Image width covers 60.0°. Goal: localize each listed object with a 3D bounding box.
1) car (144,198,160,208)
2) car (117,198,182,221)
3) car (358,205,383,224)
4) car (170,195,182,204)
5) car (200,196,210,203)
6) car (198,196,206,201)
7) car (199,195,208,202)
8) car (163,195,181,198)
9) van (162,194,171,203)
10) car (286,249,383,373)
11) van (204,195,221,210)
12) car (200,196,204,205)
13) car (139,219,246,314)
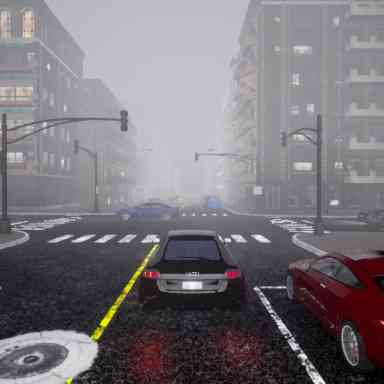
[{"bbox_3d":[-5.833,1.635,48.803,1.802,1.307,4.206,-1,0,0],"label":"car"},{"bbox_3d":[-3.416,1.492,26.307,5.008,1.535,1.882,0,0,0],"label":"car"},{"bbox_3d":[15.436,1.736,26.266,4.181,1.385,1.994,1,0,0],"label":"car"},{"bbox_3d":[-3.039,1.448,64.256,2.097,1.767,4.553,0,0,0],"label":"car"},{"bbox_3d":[2.694,1.663,70.835,1.887,1.381,4.507,-1,0,0],"label":"car"},{"bbox_3d":[2.768,1.769,92.923,1.947,1.339,4.313,-1,0,0],"label":"car"},{"bbox_3d":[2.742,1.598,81.878,1.967,1.590,4.097,-1,0,0],"label":"car"},{"bbox_3d":[-3.089,1.606,51.282,2.033,1.411,5.357,0,0,0],"label":"car"},{"bbox_3d":[-5.832,1.479,76.418,1.690,1.788,3.998,-1,0,0],"label":"van"},{"bbox_3d":[2.793,1.582,5.353,1.802,1.307,4.206,0,0,0],"label":"car"},{"bbox_3d":[2.818,1.382,43.255,1.690,1.788,3.998,-1,0,0],"label":"van"},{"bbox_3d":[2.730,1.368,48.752,2.192,1.841,5.009,-1,0,0],"label":"car"},{"bbox_3d":[0.004,1.564,7.691,1.994,1.385,4.181,0,0,0],"label":"car"}]
